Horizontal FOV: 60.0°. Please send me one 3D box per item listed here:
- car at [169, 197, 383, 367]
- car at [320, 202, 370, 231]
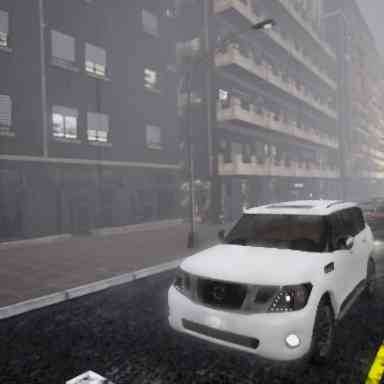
[{"bbox_3d":[1.967,1.237,6.369,2.150,2.045,5.566,-1,0,38],"label":"car"},{"bbox_3d":[9.542,1.416,20.531,1.752,1.417,4.829,-2,-1,38],"label":"car"}]
